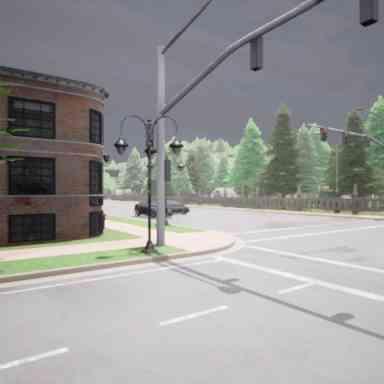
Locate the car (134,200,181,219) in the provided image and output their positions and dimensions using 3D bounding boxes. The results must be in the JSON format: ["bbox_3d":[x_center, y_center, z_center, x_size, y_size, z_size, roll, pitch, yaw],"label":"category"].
[{"bbox_3d":[-3.375,1.482,28.904,2.128,1.511,4.902,0,0,-35],"label":"car"}]

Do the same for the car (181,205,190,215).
[{"bbox_3d":[-2.317,1.534,33.493,2.033,1.411,5.357,0,0,-35],"label":"car"}]
